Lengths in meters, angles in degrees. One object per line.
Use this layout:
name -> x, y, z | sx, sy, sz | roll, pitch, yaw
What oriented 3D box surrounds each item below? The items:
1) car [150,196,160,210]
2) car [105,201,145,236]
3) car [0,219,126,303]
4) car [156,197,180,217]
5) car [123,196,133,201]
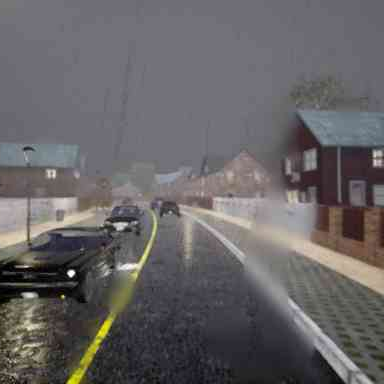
car -> -4.580, 1.443, 45.480 | 2.097, 1.767, 4.553 | 0, 0, -11
car -> -3.648, 1.494, 18.490 | 2.128, 1.511, 4.902 | 0, 0, -5
car -> -3.058, 1.598, 8.326 | 1.895, 1.301, 4.718 | 0, 0, -2
car -> -2.256, 1.549, 32.148 | 1.837, 1.490, 4.892 | 0, 0, -8
car -> -12.665, 1.664, 65.711 | 1.837, 1.490, 4.892 | 1, 0, -16
